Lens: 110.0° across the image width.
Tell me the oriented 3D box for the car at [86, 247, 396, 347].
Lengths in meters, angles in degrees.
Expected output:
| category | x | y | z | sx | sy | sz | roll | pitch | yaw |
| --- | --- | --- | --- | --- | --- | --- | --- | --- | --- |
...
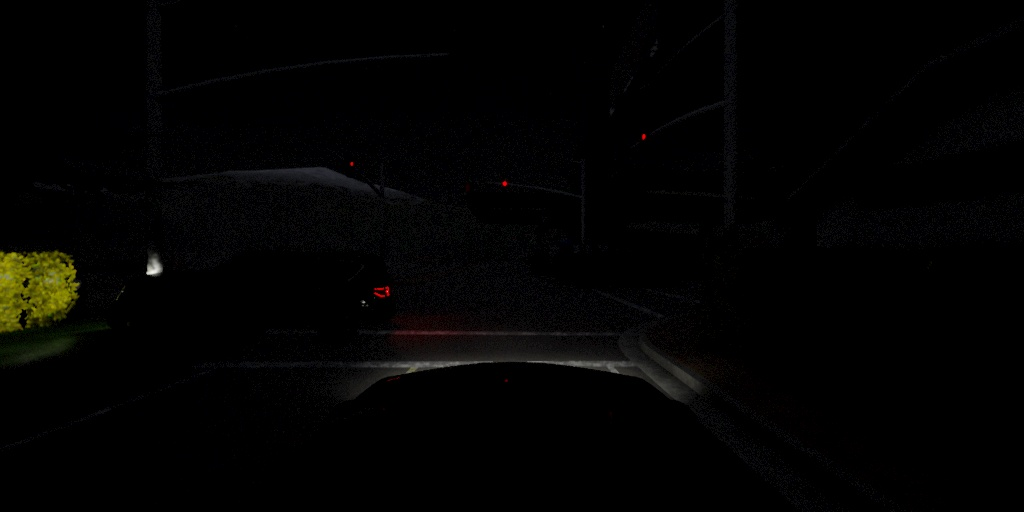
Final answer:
| category | x | y | z | sx | sy | sz | roll | pitch | yaw |
| --- | --- | --- | --- | --- | --- | --- | --- | --- | --- |
| car | -5.707 | 0.825 | 8.671 | 5.566 | 2.045 | 2.150 | 3 | 4 | -17 |
